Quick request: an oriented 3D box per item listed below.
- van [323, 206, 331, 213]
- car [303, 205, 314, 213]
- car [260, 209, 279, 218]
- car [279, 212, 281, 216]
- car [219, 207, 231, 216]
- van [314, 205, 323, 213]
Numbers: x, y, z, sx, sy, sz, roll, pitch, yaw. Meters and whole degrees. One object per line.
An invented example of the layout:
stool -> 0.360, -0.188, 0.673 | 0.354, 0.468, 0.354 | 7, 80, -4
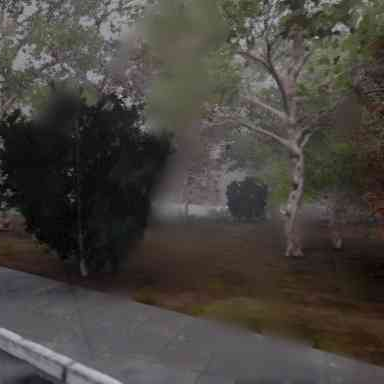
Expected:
van -> 34.826, 4.566, 87.854 | 4.442, 1.987, 1.878 | 3, -1, -40
car -> 26.388, 4.089, 80.805 | 5.566, 2.045, 2.435 | 3, -1, -40
car -> 11.370, 3.413, 53.252 | 4.674, 1.442, 1.812 | 5, -2, -40
car -> 14.355, 3.663, 59.986 | 4.181, 1.385, 1.994 | 3, -1, -40
car -> 6.427, 3.106, 53.229 | 4.892, 1.490, 1.837 | 4, -1, -40
van -> 30.571, 4.340, 84.301 | 4.442, 1.987, 1.878 | 3, -1, -40
